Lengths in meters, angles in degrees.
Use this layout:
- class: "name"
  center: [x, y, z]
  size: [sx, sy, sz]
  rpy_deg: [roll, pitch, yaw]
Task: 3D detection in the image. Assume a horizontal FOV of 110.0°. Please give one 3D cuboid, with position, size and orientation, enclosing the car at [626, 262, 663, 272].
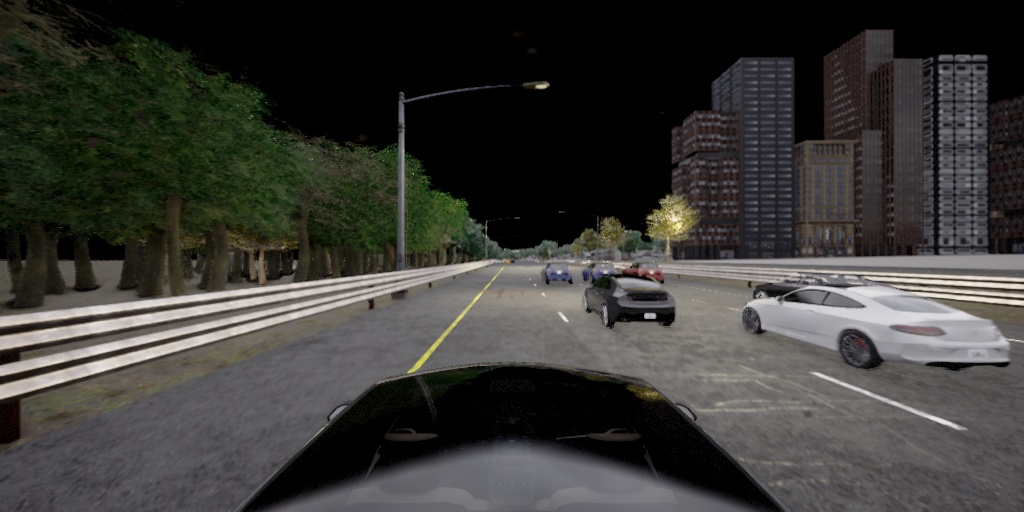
- class: "car"
  center: [10.582, 1.295, 29.280]
  size: [2.097, 1.767, 4.553]
  rpy_deg: [0, 0, 0]

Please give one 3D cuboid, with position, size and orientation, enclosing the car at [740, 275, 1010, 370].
- class: "car"
  center: [7.086, 1.326, 7.754]
  size: [1.812, 1.442, 4.674]
  rpy_deg: [0, 0, 0]

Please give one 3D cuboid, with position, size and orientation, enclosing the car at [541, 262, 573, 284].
- class: "car"
  center: [3.582, 1.295, 29.269]
  size: [2.097, 1.767, 4.553]
  rpy_deg: [0, 0, 0]

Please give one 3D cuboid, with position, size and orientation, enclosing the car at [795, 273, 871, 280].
- class: "car"
  center: [10.588, 1.327, 12.463]
  size: [2.128, 1.511, 4.902]
  rpy_deg: [0, 0, 0]

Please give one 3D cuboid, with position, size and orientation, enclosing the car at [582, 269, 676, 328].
- class: "car"
  center: [3.589, 1.335, 11.734]
  size: [1.837, 1.490, 4.892]
  rpy_deg: [0, 0, 0]

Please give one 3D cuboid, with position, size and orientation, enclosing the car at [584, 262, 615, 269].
- class: "car"
  center: [7.081, 1.295, 29.269]
  size: [2.097, 1.767, 4.553]
  rpy_deg: [0, 0, 0]
